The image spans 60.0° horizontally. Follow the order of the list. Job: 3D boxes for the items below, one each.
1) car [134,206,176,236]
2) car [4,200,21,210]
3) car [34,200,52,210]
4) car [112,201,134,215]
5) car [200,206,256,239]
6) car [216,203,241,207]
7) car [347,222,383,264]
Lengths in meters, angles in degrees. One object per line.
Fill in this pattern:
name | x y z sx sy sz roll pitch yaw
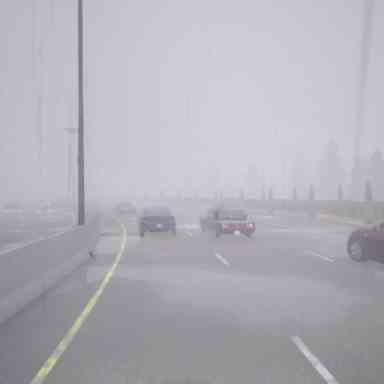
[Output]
car | -2.096 1.539 18.935 1.882 1.535 5.008 0 0 -11
car | -27.353 1.964 50.660 2.033 1.411 5.357 0 0 -35
car | -21.784 1.874 48.548 1.812 1.442 4.674 0 0 -33
car | -7.553 1.729 36.631 1.994 1.385 4.181 0 0 -22
car | 1.716 1.637 17.844 1.895 1.301 4.718 0 0 -11
car | 2.905 1.607 28.068 2.033 1.411 5.357 0 0 -16
car | 6.392 1.342 9.340 2.097 1.767 4.553 0 0 -5
